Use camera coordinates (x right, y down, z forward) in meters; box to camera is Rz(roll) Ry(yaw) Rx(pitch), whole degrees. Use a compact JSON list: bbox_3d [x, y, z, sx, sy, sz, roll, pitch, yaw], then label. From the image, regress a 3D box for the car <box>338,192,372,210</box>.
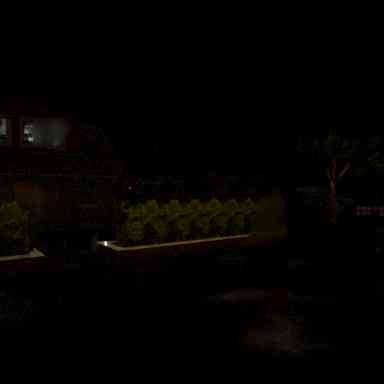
[{"bbox_3d":[17.407,0.977,36.196,3.866,1.878,1.905,0,0,0],"label":"car"}]
